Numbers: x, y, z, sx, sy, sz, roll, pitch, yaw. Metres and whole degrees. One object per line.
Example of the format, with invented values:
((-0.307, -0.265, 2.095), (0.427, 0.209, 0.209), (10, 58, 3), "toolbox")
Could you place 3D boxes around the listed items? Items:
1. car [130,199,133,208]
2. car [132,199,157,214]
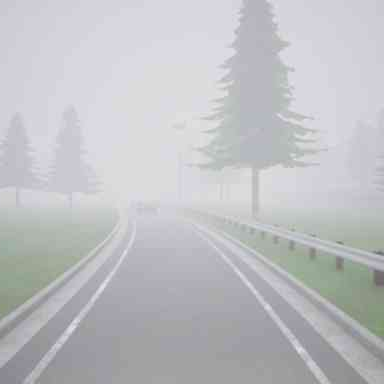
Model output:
((-7.773, 1.613, 46.956), (1.895, 1.301, 4.718), (0, 0, -12), "car")
((-4.924, 1.608, 35.339), (1.895, 1.301, 4.718), (0, 0, -14), "car")
